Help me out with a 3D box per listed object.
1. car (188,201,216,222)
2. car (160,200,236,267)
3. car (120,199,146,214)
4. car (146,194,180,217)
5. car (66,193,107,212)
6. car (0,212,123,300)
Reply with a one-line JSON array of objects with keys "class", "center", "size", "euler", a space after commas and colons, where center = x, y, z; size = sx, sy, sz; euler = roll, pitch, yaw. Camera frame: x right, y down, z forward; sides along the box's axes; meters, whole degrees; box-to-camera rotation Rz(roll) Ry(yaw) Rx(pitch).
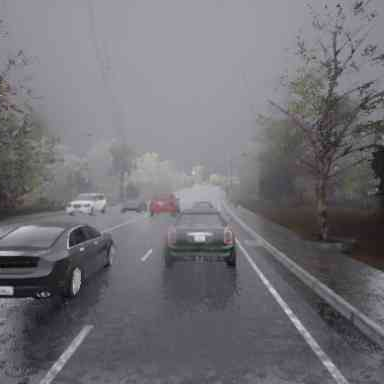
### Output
[{"class": "car", "center": [0.882, 1.493, 26.946], "size": [2.033, 1.411, 5.357], "euler": [0, 0, 3]}, {"class": "car", "center": [0.285, 1.329, 11.466], "size": [2.097, 1.767, 4.553], "euler": [0, 0, 2]}, {"class": "car", "center": [-5.903, 1.476, 34.435], "size": [2.033, 1.411, 5.357], "euler": [0, 0, 3]}, {"class": "car", "center": [-2.428, 1.159, 30.506], "size": [2.150, 2.045, 5.566], "euler": [0, 0, 3]}, {"class": "car", "center": [-9.612, 1.155, 30.919], "size": [2.150, 2.045, 5.566], "euler": [0, 0, 3]}, {"class": "car", "center": [-3.295, 1.488, 8.360], "size": [1.837, 1.490, 4.892], "euler": [0, 1, 1]}]
